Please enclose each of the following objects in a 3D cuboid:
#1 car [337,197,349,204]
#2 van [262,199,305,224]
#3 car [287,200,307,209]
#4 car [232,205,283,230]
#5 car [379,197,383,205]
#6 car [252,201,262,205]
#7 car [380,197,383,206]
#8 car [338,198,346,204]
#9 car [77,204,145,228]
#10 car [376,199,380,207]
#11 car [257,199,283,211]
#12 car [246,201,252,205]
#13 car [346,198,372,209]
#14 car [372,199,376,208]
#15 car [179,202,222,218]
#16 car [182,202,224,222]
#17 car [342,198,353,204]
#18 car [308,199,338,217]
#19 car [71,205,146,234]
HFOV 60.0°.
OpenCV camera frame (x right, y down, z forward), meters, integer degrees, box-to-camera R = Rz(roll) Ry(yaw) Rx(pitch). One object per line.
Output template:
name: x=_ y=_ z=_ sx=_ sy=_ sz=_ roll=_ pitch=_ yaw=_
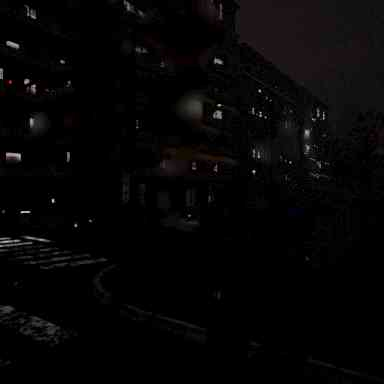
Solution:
car: x=37.050 y=2.094 z=81.566 sx=1.967 sy=1.590 sz=4.097 roll=1 pitch=0 yaw=36
van: x=7.665 y=1.647 z=27.599 sx=1.690 sy=1.788 sz=3.998 roll=1 pitch=0 yaw=36
car: x=17.344 y=1.974 z=54.846 sx=1.802 sy=1.307 sz=4.206 roll=1 pitch=0 yaw=36
car: x=4.378 y=1.827 z=23.145 sx=1.947 sy=1.339 sz=4.313 roll=1 pitch=0 yaw=36
car: x=47.075 y=2.151 z=81.040 sx=2.192 sy=1.841 sz=5.009 roll=1 pitch=0 yaw=36
car: x=9.400 y=1.776 z=39.677 sx=1.882 sy=1.535 sz=5.008 roll=1 pitch=0 yaw=37
car: x=37.219 y=2.252 z=67.679 sx=1.887 sy=1.381 sz=4.507 roll=1 pitch=0 yaw=36
car: x=33.764 y=2.177 z=77.112 sx=1.947 sy=1.339 sz=4.313 roll=1 pitch=0 yaw=36
car: x=-5.645 y=1.626 z=23.672 sx=2.008 sy=1.369 sz=4.403 roll=1 pitch=0 yaw=36
car: x=33.936 y=2.104 z=63.226 sx=1.967 sy=1.590 sz=4.097 roll=1 pitch=0 yaw=36
car: x=10.777 y=1.743 z=45.939 sx=1.967 sy=1.590 sz=4.097 roll=1 pitch=0 yaw=36
car: x=7.491 y=1.840 z=41.486 sx=1.802 sy=1.307 sz=4.206 roll=1 pitch=0 yaw=36
car: x=27.370 y=1.891 z=54.320 sx=2.192 sy=1.841 sz=5.009 roll=1 pitch=0 yaw=36
car: x=30.650 y=2.202 z=58.772 sx=1.802 sy=1.307 sz=4.206 roll=1 pitch=0 yaw=36
car: x=0.924 y=1.712 z=32.579 sx=1.887 sy=1.381 sz=4.507 roll=1 pitch=0 yaw=36
car: x=0.976 y=1.746 z=28.284 sx=1.994 sy=1.385 sz=4.181 roll=1 pitch=0 yaw=36
car: x=40.232 y=2.220 z=85.882 sx=1.752 sy=1.417 sz=4.829 roll=1 pitch=0 yaw=36
car: x=14.232 y=1.837 z=36.506 sx=1.967 sy=1.590 sz=4.097 roll=1 pitch=0 yaw=36
car: x=-4.937 y=1.591 z=20.226 sx=2.128 sy=1.511 sz=4.902 roll=1 pitch=0 yaw=36
